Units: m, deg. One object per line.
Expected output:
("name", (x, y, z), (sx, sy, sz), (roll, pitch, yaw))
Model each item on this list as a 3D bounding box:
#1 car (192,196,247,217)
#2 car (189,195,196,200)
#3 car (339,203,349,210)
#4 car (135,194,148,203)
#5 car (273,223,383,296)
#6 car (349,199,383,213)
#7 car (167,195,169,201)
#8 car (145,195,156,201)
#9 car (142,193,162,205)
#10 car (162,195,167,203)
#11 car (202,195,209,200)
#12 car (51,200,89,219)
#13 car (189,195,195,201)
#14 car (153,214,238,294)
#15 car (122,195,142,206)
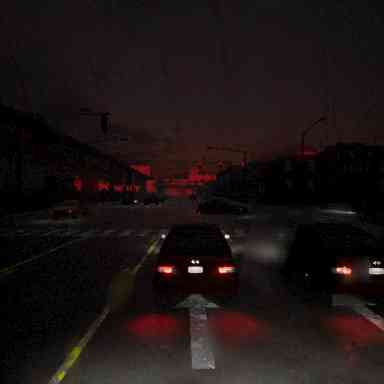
("car", (2.833, 1.478, 31.824), (5.008, 1.535, 1.882), (0, 1, 32))
("car", (0.184, 1.500, 93.713), (1.837, 1.490, 4.892), (0, 0, 0))
("car", (20.614, 1.547, 39.847), (5.357, 1.411, 2.033), (0, 0, 0))
("car", (-10.365, 1.355, 68.631), (2.097, 1.767, 4.553), (0, 0, 0))
("car", (3.578, 1.547, 8.814), (2.033, 1.411, 5.357), (0, 0, 2))
("car", (20.032, 1.564, 36.343), (4.181, 1.385, 1.994), (0, 0, 0))
("car", (-6.835, 1.494, 83.903), (1.837, 1.490, 4.892), (0, 0, 0))
("car", (-10.336, 1.518, 83.170), (2.128, 1.511, 4.902), (0, 0, 0))
("car", (-6.974, 1.221, 57.564), (2.150, 2.045, 5.566), (0, 0, 0))
("car", (-6.864, 1.541, 69.131), (2.033, 1.411, 5.357), (0, 0, 0))
("car", (3.685, 1.524, 93.968), (1.812, 1.442, 4.674), (0, 0, 0))
("car", (-10.544, 1.477, 29.010), (1.882, 1.535, 5.008), (0, 0, 0))
("car", (0.164, 1.540, 83.204), (2.033, 1.411, 5.357), (0, 0, 0))
("car", (0.086, 1.547, 8.920), (2.033, 1.411, 5.357), (0, 0, 0))
("car", (-10.474, 1.546, 56.696), (2.033, 1.411, 5.357), (0, 0, 0))
